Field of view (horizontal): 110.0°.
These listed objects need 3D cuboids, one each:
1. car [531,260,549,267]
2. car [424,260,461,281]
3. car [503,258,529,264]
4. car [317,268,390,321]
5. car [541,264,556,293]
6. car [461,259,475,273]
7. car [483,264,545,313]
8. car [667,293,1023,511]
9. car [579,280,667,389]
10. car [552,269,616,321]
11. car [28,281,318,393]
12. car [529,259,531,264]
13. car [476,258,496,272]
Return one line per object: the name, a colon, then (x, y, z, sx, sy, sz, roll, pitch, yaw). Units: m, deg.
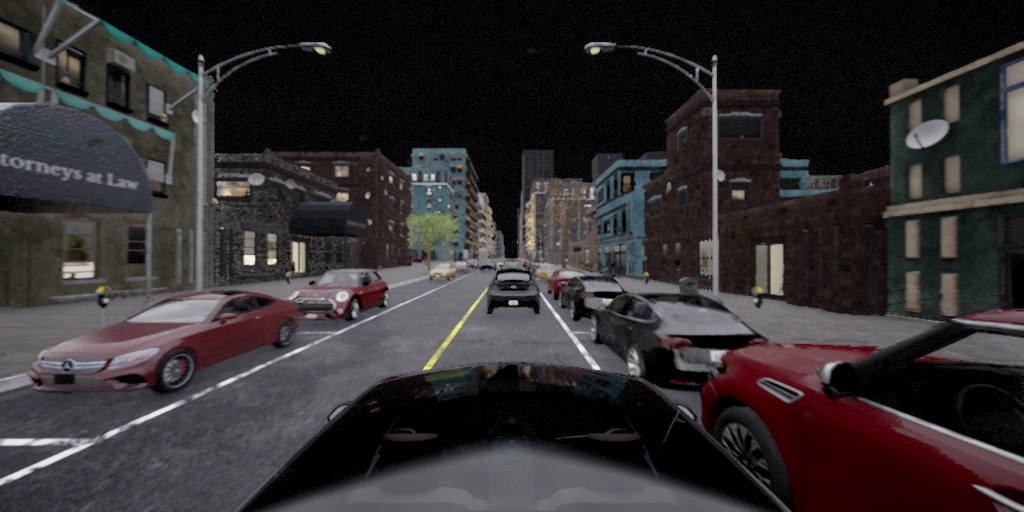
car: (2.739, 1.252, 28.650, 1.751, 1.417, 4.829, 0, 0, 0)
car: (-5.773, 1.251, 30.259, 1.751, 1.417, 4.829, 0, 0, 0)
car: (0.055, 1.077, 28.831, 2.097, 1.767, 4.553, 0, 0, 0)
car: (-5.694, 1.180, 12.184, 1.967, 1.591, 4.097, 0, 0, 0)
car: (2.691, 1.281, 17.414, 1.888, 1.381, 4.507, 0, 0, 0)
car: (-5.832, 1.268, 41.494, 2.007, 1.370, 4.403, 0, 0, 0)
car: (0.061, 1.244, 13.867, 1.837, 1.490, 4.892, 0, 0, 0)
car: (2.692, 1.065, 1.121, 2.192, 1.841, 5.009, 0, 0, 0)
car: (2.689, 1.311, 6.654, 1.948, 1.339, 4.313, 0, 0, 0)
car: (2.686, 1.306, 12.187, 1.948, 1.339, 4.313, 0, 0, 0)
car: (-5.692, 1.327, 6.651, 1.802, 1.307, 4.207, 0, 0, 0)
car: (2.775, 1.271, 36.871, 2.007, 1.370, 4.403, 0, 0, 0)
car: (-3.110, 1.066, 46.306, 2.097, 1.767, 4.553, 0, 0, 0)
